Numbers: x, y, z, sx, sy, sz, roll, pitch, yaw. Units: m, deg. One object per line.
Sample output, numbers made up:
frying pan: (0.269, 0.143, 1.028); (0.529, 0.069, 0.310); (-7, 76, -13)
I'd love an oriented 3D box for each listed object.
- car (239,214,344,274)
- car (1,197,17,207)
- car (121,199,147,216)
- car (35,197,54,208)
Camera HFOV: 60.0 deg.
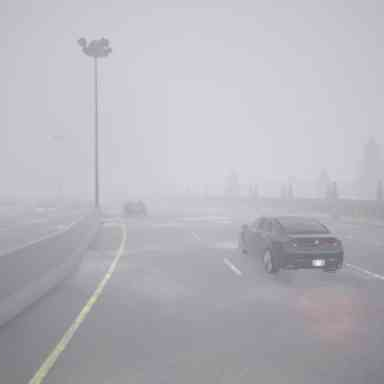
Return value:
car: (2.796, 1.444, 10.392); (1.837, 1.490, 4.892); (0, 0, -6)
car: (-29.236, 1.529, 53.113); (1.837, 1.490, 4.892); (-1, 0, -37)
car: (-5.482, 1.395, 31.182); (2.128, 1.511, 4.902); (0, 0, -19)
car: (-20.640, 1.491, 46.686); (1.812, 1.442, 4.674); (-1, 0, -31)
